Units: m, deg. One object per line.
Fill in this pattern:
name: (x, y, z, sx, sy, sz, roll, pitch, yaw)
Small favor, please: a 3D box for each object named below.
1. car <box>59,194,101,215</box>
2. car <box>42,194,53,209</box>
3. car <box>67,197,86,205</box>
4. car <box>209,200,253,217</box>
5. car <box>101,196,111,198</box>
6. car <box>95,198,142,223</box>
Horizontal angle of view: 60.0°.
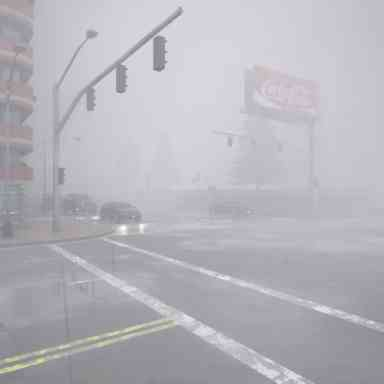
car: (-11.612, 1.221, 34.185, 2.150, 2.045, 5.566, 0, 0, -36)
car: (-17.768, 1.221, 42.758, 2.150, 2.045, 5.566, 0, 0, -35)
car: (-20.521, 1.564, 58.887, 1.994, 1.385, 4.181, 0, 0, -36)
car: (3.596, 1.505, 31.240, 1.837, 1.490, 4.892, -1, 0, -36)
car: (-14.995, 1.478, 57.199, 1.882, 1.535, 5.008, 0, 0, -36)
car: (-5.616, 1.505, 25.848, 1.837, 1.490, 4.892, 0, 0, -36)
